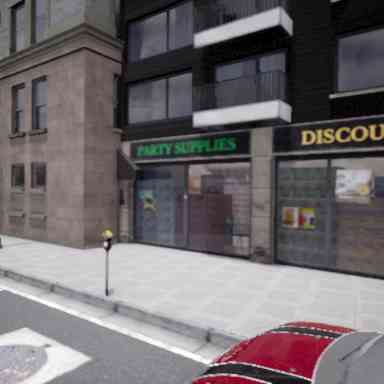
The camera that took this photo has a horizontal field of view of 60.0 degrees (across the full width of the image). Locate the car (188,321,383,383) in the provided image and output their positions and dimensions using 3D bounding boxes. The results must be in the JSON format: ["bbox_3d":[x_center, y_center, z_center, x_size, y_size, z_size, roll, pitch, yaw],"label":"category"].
[{"bbox_3d":[1.766,1.443,1.820,4.097,1.590,1.967,1,1,35],"label":"car"}]
